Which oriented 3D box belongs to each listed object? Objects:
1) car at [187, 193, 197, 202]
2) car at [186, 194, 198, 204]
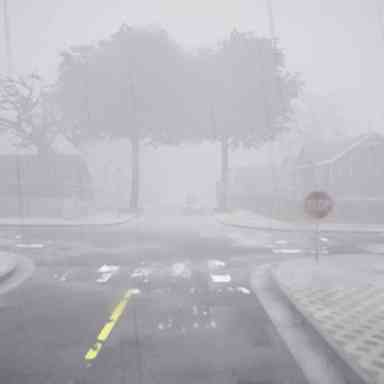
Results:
[{"bbox_3d":[0.020,1.151,69.186,2.097,1.767,4.553,0,0,0],"label":"car"},{"bbox_3d":[0.017,1.423,59.167,1.994,1.385,4.181,0,0,0],"label":"car"}]
